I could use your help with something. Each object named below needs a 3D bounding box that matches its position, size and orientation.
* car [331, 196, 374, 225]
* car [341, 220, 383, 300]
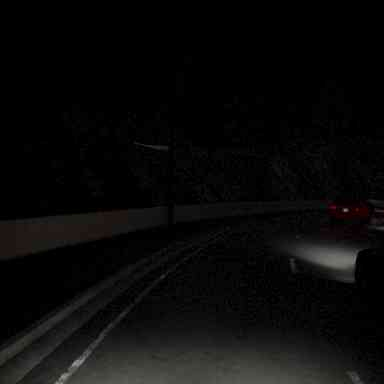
[{"bbox_3d":[11.841,1.336,24.647,2.150,2.045,5.566,0,0,34],"label":"car"},{"bbox_3d":[4.426,1.529,5.738,2.128,1.511,4.902,0,0,8],"label":"car"}]
